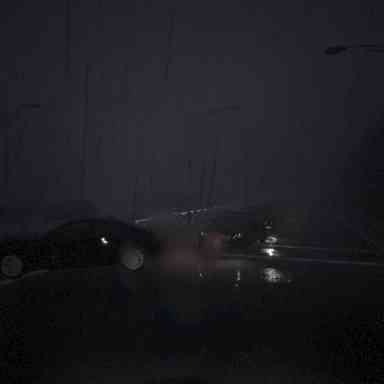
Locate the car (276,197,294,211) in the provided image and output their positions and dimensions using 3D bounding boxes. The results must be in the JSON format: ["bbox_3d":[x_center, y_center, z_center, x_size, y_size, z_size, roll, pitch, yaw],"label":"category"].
[{"bbox_3d":[11.790,1.485,42.030,1.837,1.490,4.892,0,0,19],"label":"car"}]

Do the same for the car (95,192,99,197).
[{"bbox_3d":[-21.647,1.300,68.006,3.806,1.475,1.970,0,0,19],"label":"car"}]

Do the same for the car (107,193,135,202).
[{"bbox_3d":[-13.608,1.047,65.308,4.605,1.855,1.932,0,0,19],"label":"car"}]

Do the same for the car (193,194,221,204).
[{"bbox_3d":[1.835,1.127,56.732,5.027,1.636,2.152,0,0,19],"label":"car"}]

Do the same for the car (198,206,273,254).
[{"bbox_3d":[1.862,1.514,13.846,1.812,1.442,4.674,0,0,25],"label":"car"}]

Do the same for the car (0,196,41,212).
[{"bbox_3d":[-15.021,1.356,29.404,3.806,1.475,1.970,0,0,19],"label":"car"}]

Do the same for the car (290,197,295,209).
[{"bbox_3d":[9.902,1.545,36.480,1.994,1.385,4.181,0,0,19],"label":"car"}]

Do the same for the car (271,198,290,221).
[{"bbox_3d":[5.951,1.476,24.889,2.128,1.511,4.902,0,0,19],"label":"car"}]

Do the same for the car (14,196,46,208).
[{"bbox_3d":[-21.560,1.274,44.300,3.633,1.501,1.845,0,0,19],"label":"car"}]

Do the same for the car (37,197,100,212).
[{"bbox_3d":[-8.957,1.356,24.191,3.633,1.501,1.845,0,0,19],"label":"car"}]

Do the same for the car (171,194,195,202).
[{"bbox_3d":[-1.894,1.259,68.651,4.514,1.523,2.007,0,0,19],"label":"car"}]

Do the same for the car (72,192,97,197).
[{"bbox_3d":[-18.298,1.250,53.746,4.514,1.523,2.007,0,0,19],"label":"car"}]

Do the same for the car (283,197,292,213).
[{"bbox_3d":[7.845,1.488,30.447,1.837,1.490,4.892,0,0,19],"label":"car"}]

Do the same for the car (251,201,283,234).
[{"bbox_3d":[4.024,1.490,19.248,1.837,1.490,4.892,0,0,19],"label":"car"}]

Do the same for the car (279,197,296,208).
[{"bbox_3d":[13.687,1.470,47.601,2.128,1.511,4.902,0,0,19],"label":"car"}]

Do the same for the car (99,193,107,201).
[{"bbox_3d":[-19.997,1.016,70.956,3.866,1.878,1.905,0,0,19],"label":"car"}]

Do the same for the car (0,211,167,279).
[{"bbox_3d":[-3.258,1.475,9.836,5.008,1.535,1.882,0,0,-15],"label":"car"}]

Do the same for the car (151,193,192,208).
[{"bbox_3d":[-2.836,1.075,41.738,4.605,1.855,1.932,0,0,19],"label":"car"}]
